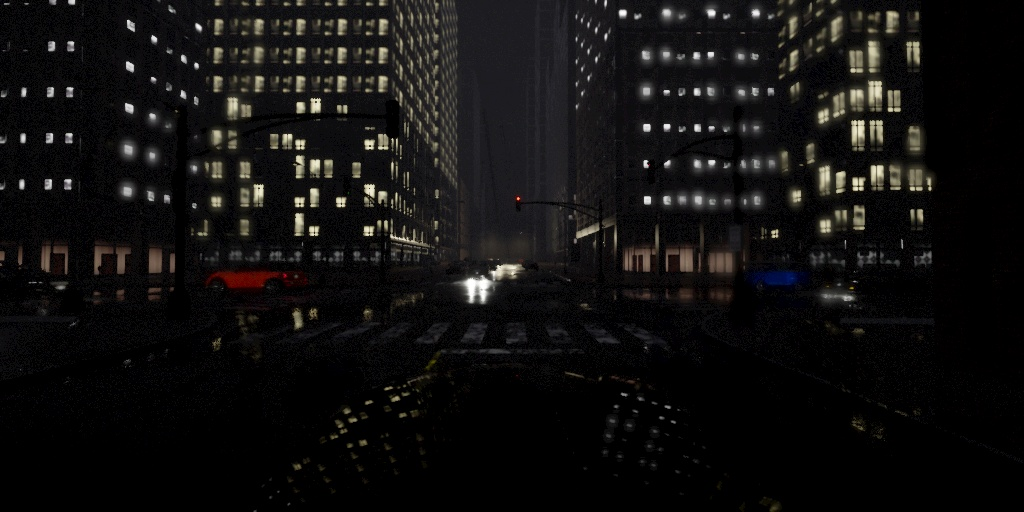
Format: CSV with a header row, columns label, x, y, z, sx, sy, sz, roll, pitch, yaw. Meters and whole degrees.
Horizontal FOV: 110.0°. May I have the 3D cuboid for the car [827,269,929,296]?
label,x,y,z,sx,sy,sz,roll,pitch,yaw
car,19.853,1.390,19.569,4.181,1.385,1.994,0,-1,0

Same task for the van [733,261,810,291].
label,x,y,z,sx,sy,sz,roll,pitch,yaw
van,15.983,1.210,22.155,3.998,1.789,1.690,0,0,0

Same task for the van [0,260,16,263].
label,x,y,z,sx,sy,sz,roll,pitch,yaw
van,-33.437,1.131,22.270,3.998,1.789,1.690,0,0,0

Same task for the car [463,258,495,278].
label,x,y,z,sx,sy,sz,roll,pitch,yaw
car,-3.096,1.253,34.366,2.128,1.511,4.902,0,0,0

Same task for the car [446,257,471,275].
label,x,y,z,sx,sy,sz,roll,pitch,yaw
car,-5.688,1.202,37.667,1.967,1.591,4.097,0,0,0

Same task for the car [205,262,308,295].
label,x,y,z,sx,sy,sz,roll,pitch,yaw
car,-13.781,1.117,19.499,4.553,1.767,2.097,0,-1,3

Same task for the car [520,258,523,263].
label,x,y,z,sx,sy,sz,roll,pitch,yaw
car,2.695,1.296,60.204,1.751,1.417,4.829,0,0,0

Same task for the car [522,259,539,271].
label,x,y,z,sx,sy,sz,roll,pitch,yaw
car,2.693,1.349,48.878,1.802,1.307,4.207,0,0,0

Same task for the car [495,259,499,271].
label,x,y,z,sx,sy,sz,roll,pitch,yaw
car,-3.092,1.292,48.449,1.812,1.442,4.674,0,0,0

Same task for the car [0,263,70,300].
label,x,y,z,sx,sy,sz,roll,pitch,yaw
car,-23.168,1.183,16.472,4.902,1.511,2.128,0,-1,0
